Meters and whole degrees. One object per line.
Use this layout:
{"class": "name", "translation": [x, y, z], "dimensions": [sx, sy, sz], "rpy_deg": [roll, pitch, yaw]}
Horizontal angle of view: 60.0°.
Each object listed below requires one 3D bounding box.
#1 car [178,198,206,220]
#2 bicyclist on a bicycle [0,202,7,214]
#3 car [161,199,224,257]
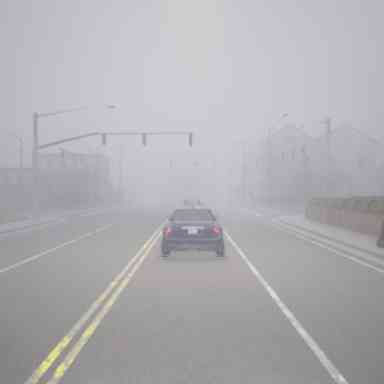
{"class": "car", "translation": [0.046, 1.342, 27.910], "dimensions": [2.128, 1.511, 4.902], "rpy_deg": [0, 1, 0]}
{"class": "bicyclist on a bicycle", "translation": [-25.647, 2.230, 45.254], "dimensions": [0.582, 1.620, 1.656], "rpy_deg": [-8, 1, 0]}
{"class": "car", "translation": [0.045, 1.285, 12.833], "dimensions": [2.097, 1.767, 4.553], "rpy_deg": [0, 0, 0]}
